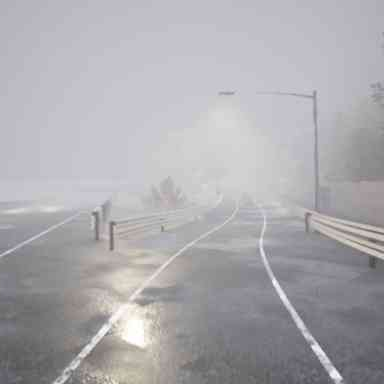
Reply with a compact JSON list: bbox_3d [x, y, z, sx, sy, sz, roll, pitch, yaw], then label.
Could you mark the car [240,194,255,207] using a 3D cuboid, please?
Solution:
[{"bbox_3d":[8.907,1.558,52.473,2.033,1.411,5.357,-1,2,8],"label":"car"}]
